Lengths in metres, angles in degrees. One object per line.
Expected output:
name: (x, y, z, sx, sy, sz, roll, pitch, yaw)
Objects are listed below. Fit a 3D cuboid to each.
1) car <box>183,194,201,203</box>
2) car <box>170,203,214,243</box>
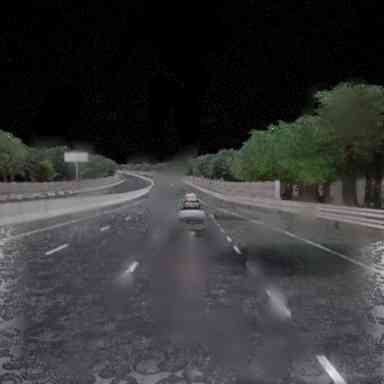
car: (-0.015, 1.304, 37.225, 2.128, 1.511, 4.902, 0, 1, 0)
car: (-0.003, 1.486, 15.964, 1.837, 1.490, 4.892, 0, 0, 0)
